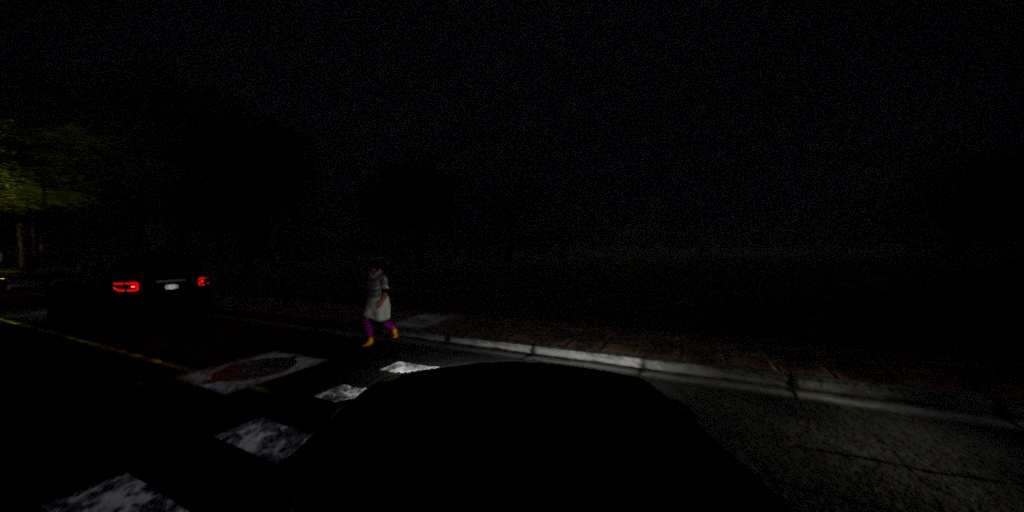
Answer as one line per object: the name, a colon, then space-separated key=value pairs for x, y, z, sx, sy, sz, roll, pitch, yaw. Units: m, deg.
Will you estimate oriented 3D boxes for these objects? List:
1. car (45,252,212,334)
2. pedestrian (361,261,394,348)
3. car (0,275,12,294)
car: x=-11.406 y=0.923 z=10.660 sx=5.566 sy=2.045 sz=2.150 roll=0 pitch=2 yaw=26
pedestrian: x=-2.888 y=0.944 z=7.684 sx=0.375 sy=1.860 sz=0.375 roll=0 pitch=1 yaw=26
car: x=-29.183 y=1.367 z=19.317 sx=4.674 sy=1.442 sz=1.812 roll=0 pitch=2 yaw=26
